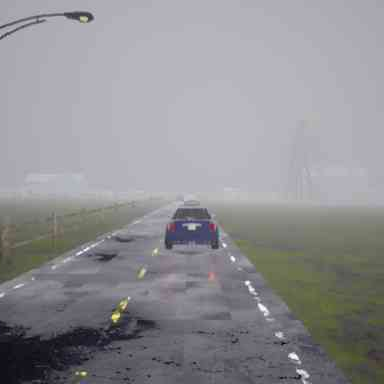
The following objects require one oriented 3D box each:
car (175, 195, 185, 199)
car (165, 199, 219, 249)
[{"bbox_3d":[-2.750,1.520,75.961,1.837,1.490,4.892,0,0,0],"label":"car"},{"bbox_3d":[0.000,1.371,14.620,2.097,1.767,4.553,0,0,0],"label":"car"}]
